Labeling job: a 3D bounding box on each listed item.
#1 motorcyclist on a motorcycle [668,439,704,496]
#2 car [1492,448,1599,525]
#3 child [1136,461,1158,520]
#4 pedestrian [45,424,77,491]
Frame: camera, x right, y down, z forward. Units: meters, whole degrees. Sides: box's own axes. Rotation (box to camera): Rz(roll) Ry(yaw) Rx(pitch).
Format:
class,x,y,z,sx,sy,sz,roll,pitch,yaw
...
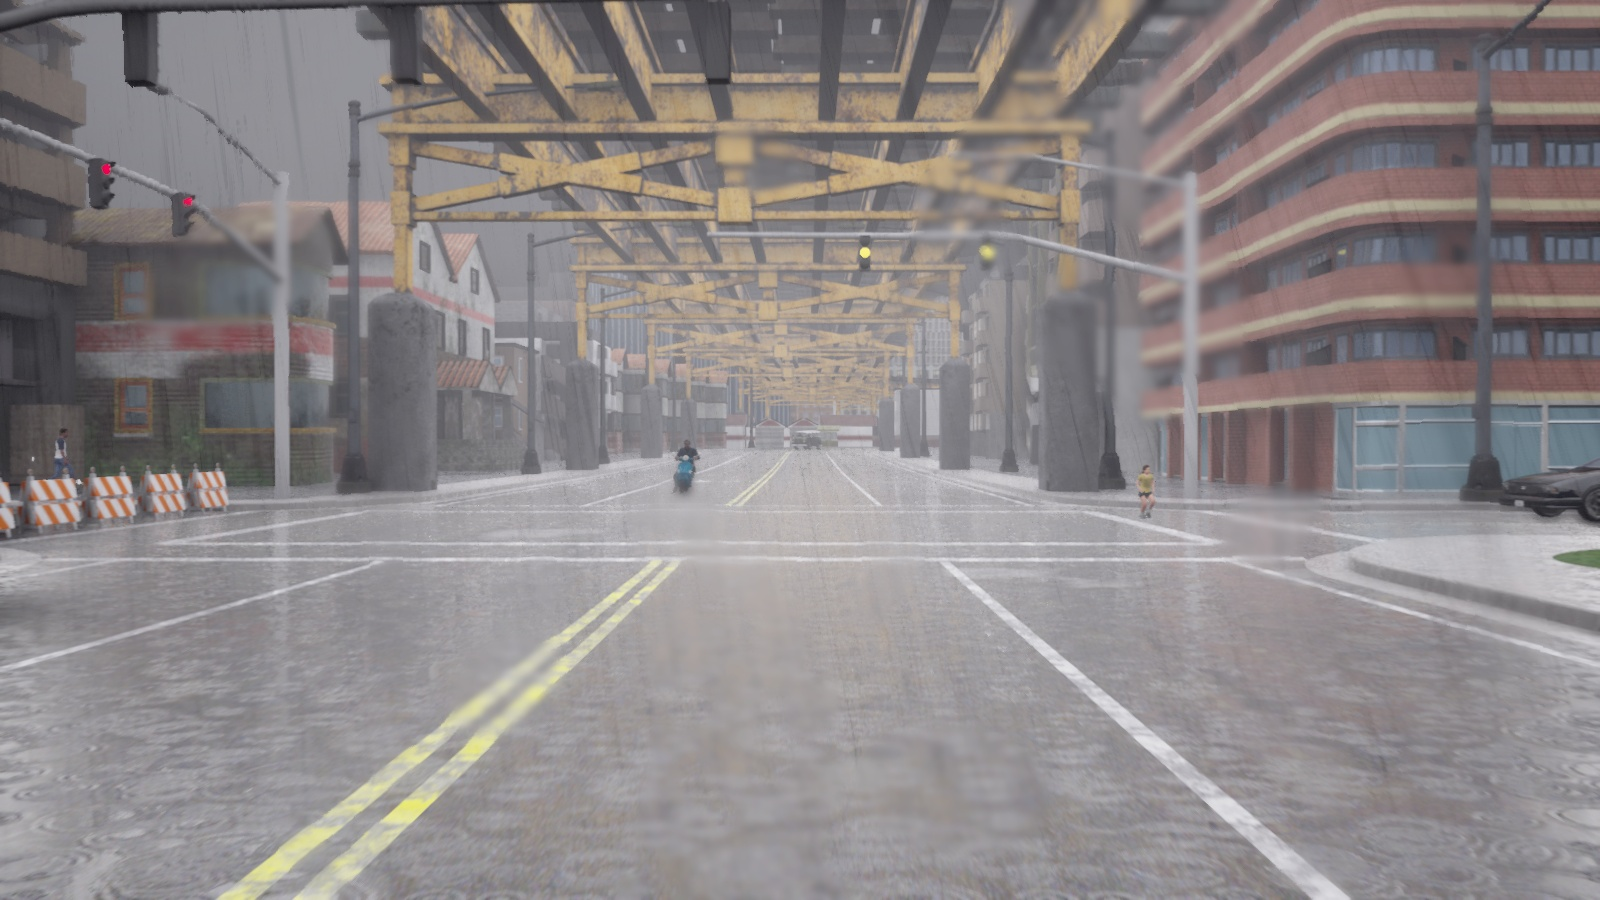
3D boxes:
class,x,y,z,sx,sy,sz,roll,pitch,yaw
motorcyclist on a motorcycle,-3.278,0.492,36.352,0.866,1.590,1.817,0,0,0
car,16.585,0.671,24.196,5.357,1.411,2.033,0,0,1
child,6.620,0.759,23.954,0.255,1.110,0.394,0,0,-10
pedestrian,-20.284,0.201,34.456,0.706,1.836,0.354,0,0,-39
